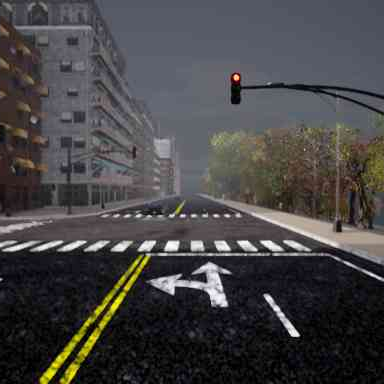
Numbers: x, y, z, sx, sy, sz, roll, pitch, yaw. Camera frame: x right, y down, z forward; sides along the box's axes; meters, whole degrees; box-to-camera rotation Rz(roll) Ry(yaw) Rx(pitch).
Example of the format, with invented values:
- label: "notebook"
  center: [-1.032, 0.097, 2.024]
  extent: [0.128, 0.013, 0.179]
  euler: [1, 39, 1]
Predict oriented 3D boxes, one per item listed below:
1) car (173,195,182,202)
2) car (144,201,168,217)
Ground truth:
- label: "car"
  center: [-3.368, 1.477, 77.036]
  extent: [1.994, 1.385, 4.181]
  euler: [0, 0, 0]
- label: "car"
  center: [-3.297, 1.581, 31.044]
  extent: [1.994, 1.385, 4.181]
  euler: [0, 1, 0]
